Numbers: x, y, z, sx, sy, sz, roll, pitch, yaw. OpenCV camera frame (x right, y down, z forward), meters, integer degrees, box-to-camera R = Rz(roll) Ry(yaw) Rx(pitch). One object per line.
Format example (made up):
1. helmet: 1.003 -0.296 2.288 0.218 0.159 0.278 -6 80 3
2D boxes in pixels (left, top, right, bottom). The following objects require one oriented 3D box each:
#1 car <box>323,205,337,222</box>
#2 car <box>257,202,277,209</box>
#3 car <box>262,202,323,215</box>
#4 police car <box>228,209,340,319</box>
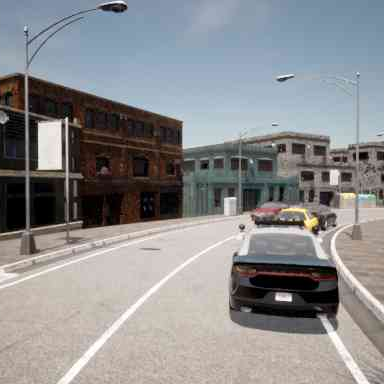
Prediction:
1. car: 7.923 1.536 21.222 1.837 1.490 4.892 1 0 34
2. car: 6.288 1.515 25.938 1.812 1.442 4.674 1 0 38
3. car: 5.186 1.471 16.548 1.801 1.575 5.366 1 0 26
4. police car: 2.003 1.428 7.694 1.930 1.638 5.238 0 0 13
